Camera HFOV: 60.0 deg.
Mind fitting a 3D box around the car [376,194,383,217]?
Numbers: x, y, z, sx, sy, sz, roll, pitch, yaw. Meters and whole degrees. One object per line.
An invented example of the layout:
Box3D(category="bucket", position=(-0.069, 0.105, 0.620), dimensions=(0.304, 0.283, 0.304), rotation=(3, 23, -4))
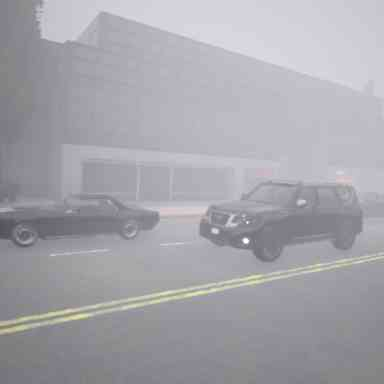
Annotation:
Box3D(category="car", position=(9.405, 0.713, 18.582), dimensions=(5.008, 1.535, 1.882), rotation=(0, 4, -33))

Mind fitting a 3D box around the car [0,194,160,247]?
Box3D(category="car", position=(-3.476, 0.736, 10.166), dimensions=(4.718, 1.301, 1.895), rotation=(1, 4, -32))

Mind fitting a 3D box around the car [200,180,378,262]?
Box3D(category="car", position=(2.927, 0.679, 10.129), dimensions=(5.566, 2.045, 2.150), rotation=(0, 4, -33))
